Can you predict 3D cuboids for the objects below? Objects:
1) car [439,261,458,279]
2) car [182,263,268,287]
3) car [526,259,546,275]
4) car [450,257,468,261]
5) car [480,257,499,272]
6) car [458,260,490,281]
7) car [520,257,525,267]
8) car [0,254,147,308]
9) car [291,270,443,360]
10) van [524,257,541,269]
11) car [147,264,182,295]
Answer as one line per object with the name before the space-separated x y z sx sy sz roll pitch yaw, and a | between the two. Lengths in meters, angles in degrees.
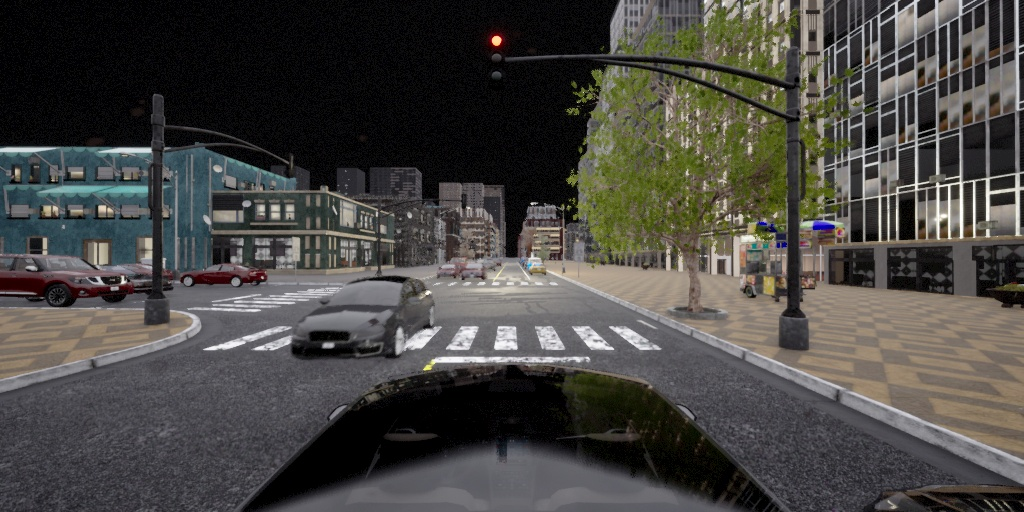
car | -5.665 1.334 32.534 1.802 1.307 4.207 0 0 0
car | -17.261 1.121 21.535 4.507 1.381 1.888 0 0 -1
car | 2.720 1.278 38.251 1.751 1.417 4.829 0 0 0
car | -5.661 1.067 38.085 2.192 1.841 5.009 0 0 0
car | -3.061 1.258 46.820 1.837 1.490 4.892 0 0 0
car | -3.078 1.278 29.859 1.812 1.442 4.674 0 0 0
car | 2.732 1.305 54.735 2.007 1.370 4.403 0 0 0
car | -17.149 0.850 13.155 5.009 1.841 2.192 0 0 -1
car | -3.092 1.255 8.467 1.837 1.490 4.892 0 0 0
van | 2.724 1.094 43.633 1.690 1.789 3.998 0 0 0
car | -18.227 1.082 15.733 5.357 1.411 2.033 1 0 -1
